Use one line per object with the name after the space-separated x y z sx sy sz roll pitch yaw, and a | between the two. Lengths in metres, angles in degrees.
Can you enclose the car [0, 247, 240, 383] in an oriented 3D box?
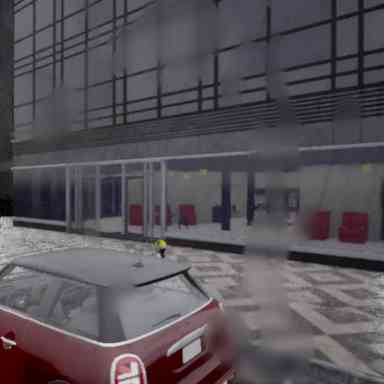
-1.584 1.424 4.083 4.097 1.590 1.967 0 0 35 | car
